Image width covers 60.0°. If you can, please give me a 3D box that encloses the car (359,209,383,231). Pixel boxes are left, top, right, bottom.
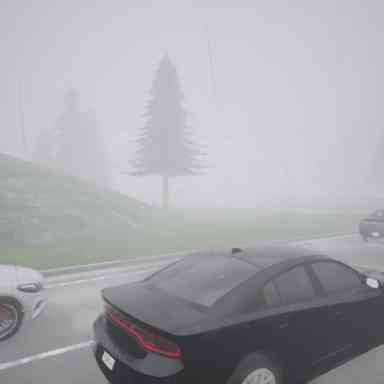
[{"bbox_3d":[9.292,1.465,14.671,4.902,1.511,2.128,0,0,-35],"label":"car"}]

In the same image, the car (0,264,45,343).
[{"bbox_3d":[-4.641,1.528,4.734,4.674,1.442,1.812,0,0,-35],"label":"car"}]

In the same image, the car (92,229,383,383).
[{"bbox_3d":[1.216,1.472,4.614,5.008,1.535,1.882,1,-1,-35],"label":"car"}]
